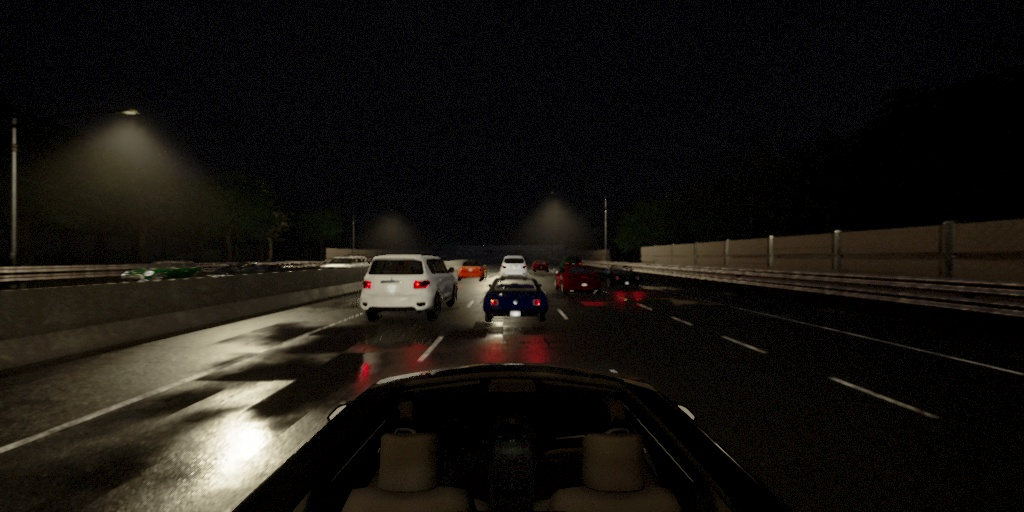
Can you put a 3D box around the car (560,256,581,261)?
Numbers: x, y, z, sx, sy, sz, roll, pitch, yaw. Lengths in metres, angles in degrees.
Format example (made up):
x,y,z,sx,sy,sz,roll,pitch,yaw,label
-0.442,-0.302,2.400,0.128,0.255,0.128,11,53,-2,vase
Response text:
x,y,z,sx,sy,sz,roll,pitch,yaw,label
7.257,1.048,44.226,2.150,2.045,5.566,0,0,0,car

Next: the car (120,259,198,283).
x,y,z,sx,sy,sz,roll,pitch,yaw,label
-24.551,1.139,25.361,2.097,1.767,4.553,0,0,0,car

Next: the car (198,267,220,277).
x,y,z,sx,sy,sz,roll,pitch,yaw,label
-21.041,1.297,27.702,1.837,1.490,4.892,0,0,0,car

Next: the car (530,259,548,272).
x,y,z,sx,sy,sz,roll,pitch,yaw,label
3.683,1.310,47.326,1.882,1.535,5.008,0,0,0,car

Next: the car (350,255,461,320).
x,y,z,sx,sy,sz,roll,pitch,yaw,label
-3.394,0.987,12.821,2.150,2.045,5.566,0,0,0,car

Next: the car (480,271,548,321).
x,y,z,sx,sy,sz,roll,pitch,yaw,label
0.106,1.367,12.468,1.895,1.301,4.718,0,0,0,car

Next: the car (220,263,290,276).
x,y,z,sx,sy,sz,roll,pitch,yaw,label
-17.563,1.314,25.258,1.812,1.442,4.674,0,0,0,car

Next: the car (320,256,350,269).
x,y,z,sx,sy,sz,roll,pitch,yaw,label
-14.033,1.021,30.286,2.150,2.045,5.566,0,0,1,car

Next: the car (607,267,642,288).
x,y,z,sx,sy,sz,roll,pitch,yaw,label
7.137,1.393,24.417,1.895,1.301,4.718,0,0,0,car

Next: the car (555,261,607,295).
x,y,z,sx,sy,sz,roll,pitch,yaw,label
3.523,1.260,19.858,1.882,1.535,5.008,0,0,0,car

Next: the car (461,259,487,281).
x,y,z,sx,sy,sz,roll,pitch,yaw,label
-3.330,1.155,30.979,2.097,1.767,4.553,0,0,0,car

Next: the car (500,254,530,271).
x,y,z,sx,sy,sz,roll,pitch,yaw,label
0.168,1.025,30.862,2.150,2.045,5.566,0,0,0,car
